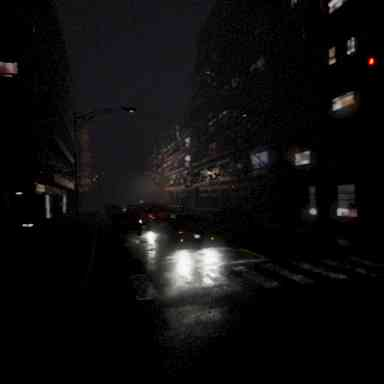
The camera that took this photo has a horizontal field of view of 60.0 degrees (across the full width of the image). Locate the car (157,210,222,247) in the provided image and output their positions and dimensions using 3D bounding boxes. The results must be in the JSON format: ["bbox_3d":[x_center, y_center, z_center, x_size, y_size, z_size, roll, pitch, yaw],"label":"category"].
[{"bbox_3d":[-0.271,1.837,16.801,1.994,1.385,4.181,-1,-1,-15],"label":"car"}]

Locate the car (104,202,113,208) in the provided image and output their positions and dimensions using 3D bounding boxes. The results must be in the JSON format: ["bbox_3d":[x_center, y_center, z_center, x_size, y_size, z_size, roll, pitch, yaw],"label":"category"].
[{"bbox_3d":[-19.850,3.011,78.852,1.802,1.307,4.206,-1,-1,-15],"label":"car"}]

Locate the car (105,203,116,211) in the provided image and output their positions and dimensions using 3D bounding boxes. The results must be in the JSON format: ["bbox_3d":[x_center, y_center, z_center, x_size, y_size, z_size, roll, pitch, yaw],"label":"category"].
[{"bbox_3d":[-15.373,2.704,62.406,1.947,1.339,4.313,-1,-1,-15],"label":"car"}]

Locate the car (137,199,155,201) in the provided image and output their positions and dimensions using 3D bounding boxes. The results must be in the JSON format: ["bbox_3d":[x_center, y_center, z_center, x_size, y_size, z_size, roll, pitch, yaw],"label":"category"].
[{"bbox_3d":[-7.916,2.375,56.657,2.128,1.511,4.902,-1,-1,-15],"label":"car"}]

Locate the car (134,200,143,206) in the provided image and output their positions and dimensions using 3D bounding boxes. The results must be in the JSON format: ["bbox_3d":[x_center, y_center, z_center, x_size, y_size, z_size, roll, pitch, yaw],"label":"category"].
[{"bbox_3d":[-14.754,2.982,92.023,1.887,1.381,4.507,-1,-1,-15],"label":"car"}]

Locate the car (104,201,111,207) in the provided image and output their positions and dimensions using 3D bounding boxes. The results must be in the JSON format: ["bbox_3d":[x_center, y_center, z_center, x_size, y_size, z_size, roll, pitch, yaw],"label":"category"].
[{"bbox_3d":[-22.835,3.190,89.816,1.947,1.339,4.313,-1,-1,-15],"label":"car"}]

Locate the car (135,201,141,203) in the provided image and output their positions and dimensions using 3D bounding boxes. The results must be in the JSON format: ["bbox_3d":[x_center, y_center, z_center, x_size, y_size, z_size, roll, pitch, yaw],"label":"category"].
[{"bbox_3d":[-7.864,2.307,44.861,2.033,1.411,5.357,-1,-1,-15],"label":"car"}]

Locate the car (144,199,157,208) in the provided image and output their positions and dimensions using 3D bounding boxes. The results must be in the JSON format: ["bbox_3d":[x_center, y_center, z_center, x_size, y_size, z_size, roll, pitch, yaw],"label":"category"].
[{"bbox_3d":[-8.788,2.363,70.098,2.192,1.841,5.009,-1,-1,-15],"label":"car"}]

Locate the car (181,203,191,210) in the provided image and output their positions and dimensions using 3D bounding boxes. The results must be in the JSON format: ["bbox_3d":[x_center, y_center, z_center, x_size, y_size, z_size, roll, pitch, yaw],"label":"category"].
[{"bbox_3d":[-1.365,2.095,42.849,1.752,1.417,4.829,-1,-1,-15],"label":"car"}]

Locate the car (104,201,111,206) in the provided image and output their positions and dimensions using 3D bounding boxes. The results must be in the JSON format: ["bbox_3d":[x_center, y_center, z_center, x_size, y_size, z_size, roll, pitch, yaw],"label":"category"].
[{"bbox_3d":[-9.403,2.194,40.479,1.967,1.590,4.097,-1,-1,-15],"label":"car"}]

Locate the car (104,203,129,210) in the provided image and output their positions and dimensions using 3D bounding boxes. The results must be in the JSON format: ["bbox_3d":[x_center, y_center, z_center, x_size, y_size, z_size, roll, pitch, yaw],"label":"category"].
[{"bbox_3d":[-7.908,2.209,34.995,2.008,1.369,4.403,-1,-1,-15],"label":"car"}]

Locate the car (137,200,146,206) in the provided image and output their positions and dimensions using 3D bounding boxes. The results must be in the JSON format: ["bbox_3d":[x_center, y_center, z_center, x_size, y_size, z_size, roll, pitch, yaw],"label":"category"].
[{"bbox_3d":[-13.306,2.868,86.706,1.752,1.417,4.829,-1,-1,-15],"label":"car"}]

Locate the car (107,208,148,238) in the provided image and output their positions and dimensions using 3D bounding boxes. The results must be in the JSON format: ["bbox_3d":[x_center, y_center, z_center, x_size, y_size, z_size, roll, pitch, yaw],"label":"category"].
[{"bbox_3d":[-4.169,1.959,20.770,1.887,1.381,4.507,-1,-1,-15],"label":"car"}]

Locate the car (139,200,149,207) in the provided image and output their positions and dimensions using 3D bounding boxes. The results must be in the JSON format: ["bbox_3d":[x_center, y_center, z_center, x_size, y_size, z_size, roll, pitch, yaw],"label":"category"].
[{"bbox_3d":[-11.768,2.793,81.060,2.008,1.369,4.403,-1,-1,-15],"label":"car"}]

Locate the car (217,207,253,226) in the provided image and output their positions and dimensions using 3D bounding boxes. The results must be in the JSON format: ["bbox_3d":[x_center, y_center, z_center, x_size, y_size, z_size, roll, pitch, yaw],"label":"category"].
[{"bbox_3d":[3.258,1.823,26.269,1.887,1.381,4.507,-1,-1,-15],"label":"car"}]

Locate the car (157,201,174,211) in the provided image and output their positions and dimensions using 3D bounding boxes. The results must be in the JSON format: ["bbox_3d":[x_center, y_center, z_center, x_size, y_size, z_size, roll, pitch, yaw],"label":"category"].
[{"bbox_3d":[-4.350,2.287,53.813,1.752,1.417,4.829,-1,-1,-15],"label":"car"}]

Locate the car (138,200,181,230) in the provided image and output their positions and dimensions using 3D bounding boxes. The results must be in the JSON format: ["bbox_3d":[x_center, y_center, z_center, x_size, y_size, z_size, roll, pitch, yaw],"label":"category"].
[{"bbox_3d":[-2.544,1.769,25.129,2.097,1.767,4.553,-1,-1,-15],"label":"car"}]

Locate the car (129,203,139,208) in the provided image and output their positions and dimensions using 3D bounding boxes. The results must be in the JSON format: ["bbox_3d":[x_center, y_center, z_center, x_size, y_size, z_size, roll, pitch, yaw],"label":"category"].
[{"bbox_3d":[-5.130,2.147,34.661,1.994,1.385,4.181,-1,-1,-15],"label":"car"}]
